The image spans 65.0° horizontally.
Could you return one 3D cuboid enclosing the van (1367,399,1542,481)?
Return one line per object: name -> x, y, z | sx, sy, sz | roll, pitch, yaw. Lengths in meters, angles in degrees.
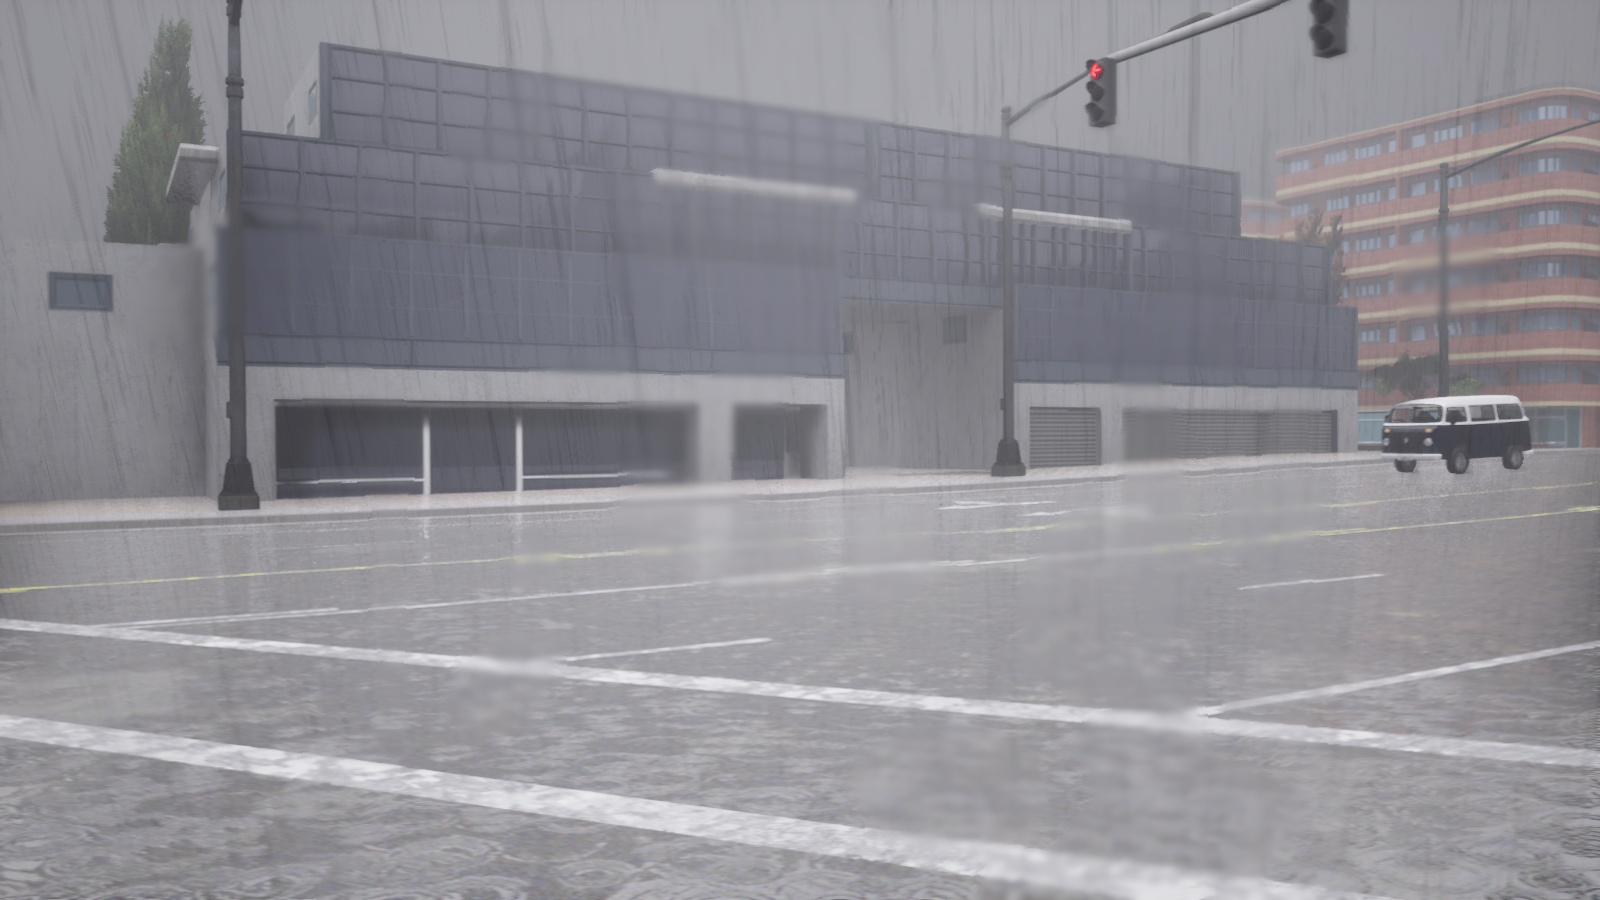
van -> 17.675, -0.309, 33.875 | 4.480, 2.038, 2.069 | -2, 2, -29
